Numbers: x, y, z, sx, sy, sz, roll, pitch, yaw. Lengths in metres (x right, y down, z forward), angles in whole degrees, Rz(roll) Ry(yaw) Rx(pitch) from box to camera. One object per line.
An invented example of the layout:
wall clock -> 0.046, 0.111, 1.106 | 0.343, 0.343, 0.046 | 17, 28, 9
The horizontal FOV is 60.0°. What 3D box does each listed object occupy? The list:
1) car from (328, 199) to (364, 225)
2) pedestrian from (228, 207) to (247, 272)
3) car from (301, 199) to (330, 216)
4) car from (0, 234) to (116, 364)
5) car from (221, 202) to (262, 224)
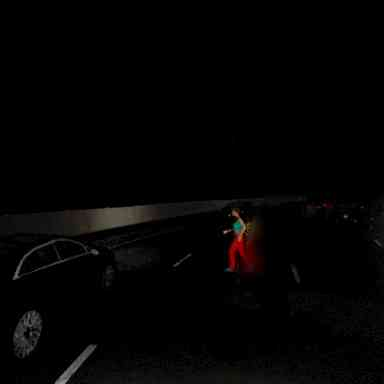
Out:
car -> 11.450, 1.478, 24.454 | 1.882, 1.535, 5.008 | 0, 0, 28
pedestrian -> 1.259, 1.294, 9.178 | 0.375, 1.860, 0.375 | 0, 0, 12
car -> 12.065, 1.564, 32.902 | 1.994, 1.385, 4.181 | 0, 0, 29
car -> -2.904, 1.491, 5.920 | 2.128, 1.511, 4.902 | 0, 0, 7
car -> 3.805, 1.477, 25.132 | 1.882, 1.535, 5.008 | 0, 0, 28
